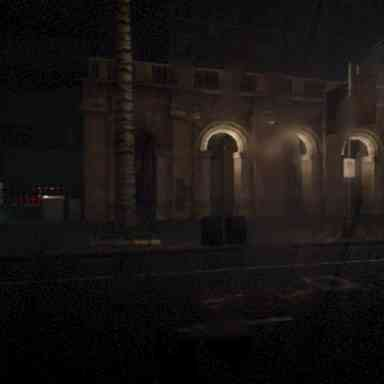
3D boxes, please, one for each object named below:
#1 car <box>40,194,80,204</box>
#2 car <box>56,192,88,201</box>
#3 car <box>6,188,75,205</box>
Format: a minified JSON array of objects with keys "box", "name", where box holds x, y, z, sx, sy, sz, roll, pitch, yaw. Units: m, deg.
[{"box":[-17.287,0.911,43.722,4.718,1.301,1.895,0,1,-15],"name":"car"},{"box":[-19.815,0.724,55.051,4.786,1.482,2.161,0,1,-15],"name":"car"},{"box":[-11.808,0.694,26.030,5.566,2.045,2.435,0,1,-15],"name":"car"}]
